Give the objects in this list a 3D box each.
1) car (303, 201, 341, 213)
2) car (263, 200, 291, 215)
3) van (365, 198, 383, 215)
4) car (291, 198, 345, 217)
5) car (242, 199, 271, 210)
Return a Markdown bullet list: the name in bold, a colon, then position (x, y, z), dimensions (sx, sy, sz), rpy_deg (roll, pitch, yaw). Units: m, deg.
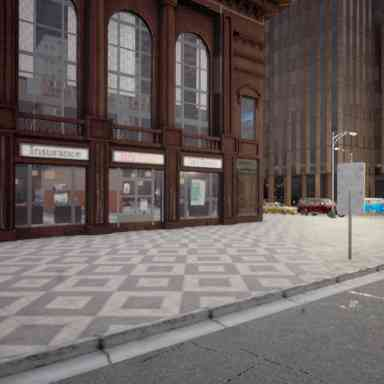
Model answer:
- **car**: position (16.437, 1.896, 42.193), dimensions (1.802, 1.307, 4.206), rpy_deg (-1, 0, -35)
- **car**: position (9.570, 1.797, 37.136), dimensions (1.752, 1.417, 4.829), rpy_deg (0, 0, -35)
- **van**: position (19.673, 1.588, 37.597), dimensions (1.690, 1.788, 3.998), rpy_deg (-1, 0, -35)
- **car**: position (12.710, 1.521, 32.679), dimensions (2.192, 1.841, 5.009), rpy_deg (0, 0, -35)
- **car**: position (9.956, 1.890, 51.388), dimensions (1.967, 1.590, 4.097), rpy_deg (-1, 0, -35)
